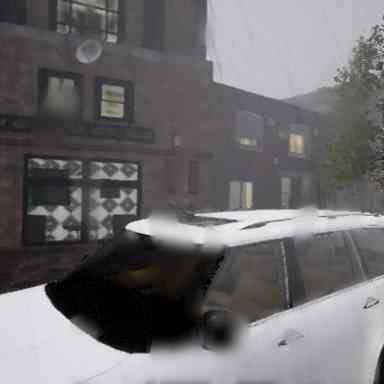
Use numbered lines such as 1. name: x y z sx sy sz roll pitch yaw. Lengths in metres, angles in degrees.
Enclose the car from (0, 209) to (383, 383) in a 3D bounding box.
1. car: 0.177 1.233 3.227 5.566 2.045 2.150 0 0 -35
